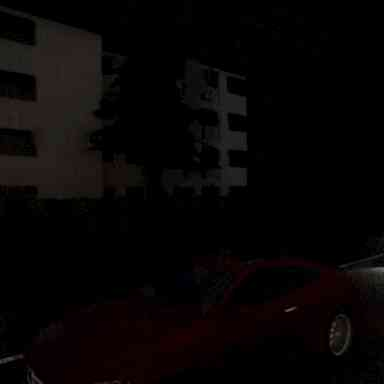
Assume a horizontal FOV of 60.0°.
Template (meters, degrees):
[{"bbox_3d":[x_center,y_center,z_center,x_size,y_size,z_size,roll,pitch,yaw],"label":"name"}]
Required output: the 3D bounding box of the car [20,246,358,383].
[{"bbox_3d":[0.392,1.522,4.325,4.674,1.442,1.812,-1,0,-37],"label":"car"}]
